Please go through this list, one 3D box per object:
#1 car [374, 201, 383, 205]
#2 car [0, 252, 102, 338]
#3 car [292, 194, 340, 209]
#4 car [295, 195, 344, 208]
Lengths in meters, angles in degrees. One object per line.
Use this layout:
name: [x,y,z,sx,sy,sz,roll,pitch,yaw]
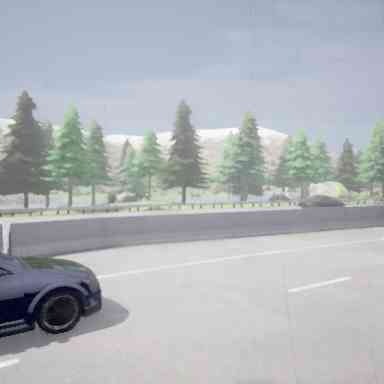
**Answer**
car: [19.483,1.028,30.455,5.357,1.411,2.033,-1,1,-12]
car: [-3.624,1.557,5.250,4.181,1.385,1.994,-1,1,-36]
car: [13.492,1.022,36.170,4.674,1.442,1.812,-1,0,-15]
car: [12.530,1.110,32.236,4.181,1.385,1.994,-1,1,-16]
